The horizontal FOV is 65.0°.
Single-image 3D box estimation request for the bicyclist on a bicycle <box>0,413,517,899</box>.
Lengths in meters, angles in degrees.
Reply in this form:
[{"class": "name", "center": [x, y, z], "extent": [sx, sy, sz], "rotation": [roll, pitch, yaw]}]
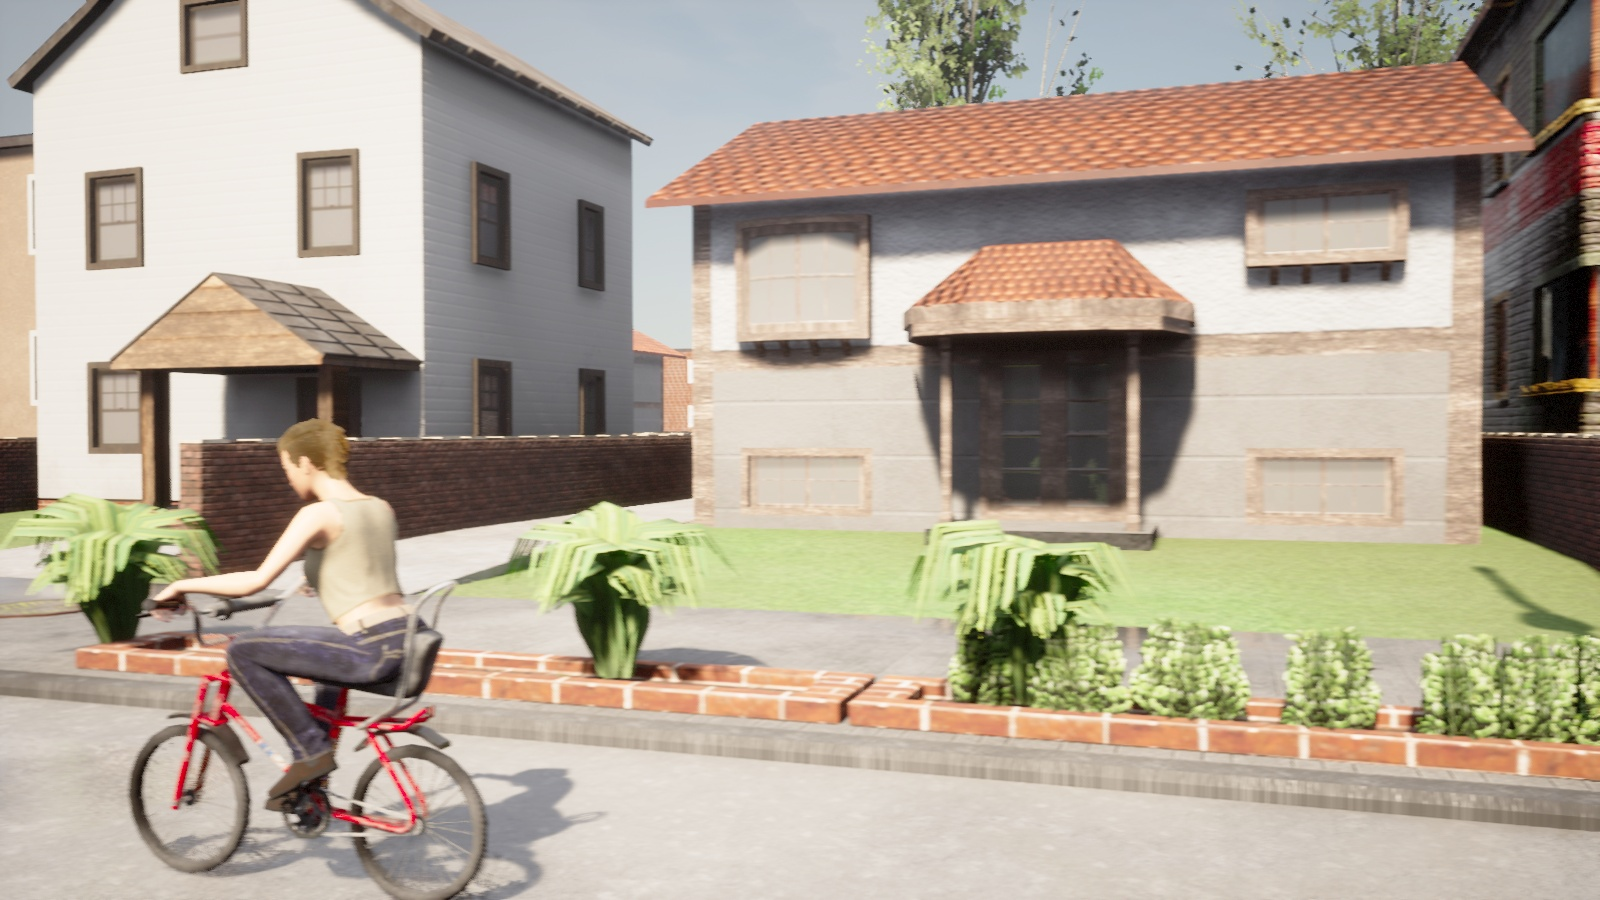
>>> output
[{"class": "bicyclist on a bicycle", "center": [-1.871, 0.687, 4.349], "extent": [1.509, 1.612, 0.866], "rotation": [1, 1, 19]}]
